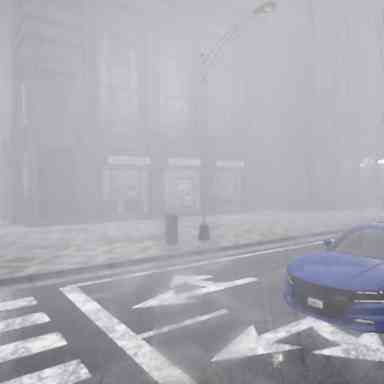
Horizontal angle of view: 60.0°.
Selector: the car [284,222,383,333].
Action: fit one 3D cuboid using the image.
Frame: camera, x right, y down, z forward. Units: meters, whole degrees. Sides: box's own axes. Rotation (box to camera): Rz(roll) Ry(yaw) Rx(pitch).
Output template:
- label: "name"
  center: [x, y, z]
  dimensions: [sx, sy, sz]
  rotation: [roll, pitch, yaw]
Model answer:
- label: "car"
  center: [3.878, 1.356, 6.459]
  dimensions: [5.008, 1.535, 1.882]
  rotation: [-1, 1, -36]
